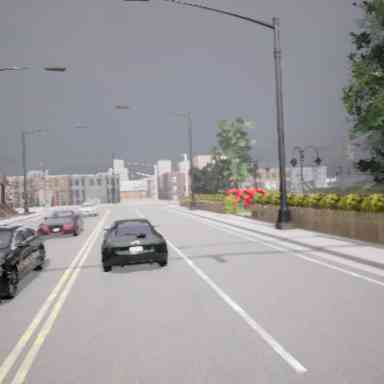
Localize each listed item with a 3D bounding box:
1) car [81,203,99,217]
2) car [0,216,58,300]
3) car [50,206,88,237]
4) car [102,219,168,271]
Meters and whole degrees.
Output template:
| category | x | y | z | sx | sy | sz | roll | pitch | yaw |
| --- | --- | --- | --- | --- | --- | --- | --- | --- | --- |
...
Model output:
| category | x | y | z | sx | sy | sz | roll | pitch | yaw |
| --- | --- | --- | --- | --- | --- | --- | --- | --- | --- |
| car | -10.937 | 1.860 | 35.093 | 1.812 | 1.442 | 4.674 | -3 | 0 | -12 |
| car | -5.194 | 1.682 | 8.696 | 2.128 | 1.511 | 4.902 | -3 | 0 | -12 |
| car | -7.524 | 1.813 | 19.413 | 1.994 | 1.385 | 4.181 | -3 | 0 | -11 |
| car | -2.037 | 1.607 | 11.393 | 1.994 | 1.385 | 4.181 | -3 | 0 | -13 |
